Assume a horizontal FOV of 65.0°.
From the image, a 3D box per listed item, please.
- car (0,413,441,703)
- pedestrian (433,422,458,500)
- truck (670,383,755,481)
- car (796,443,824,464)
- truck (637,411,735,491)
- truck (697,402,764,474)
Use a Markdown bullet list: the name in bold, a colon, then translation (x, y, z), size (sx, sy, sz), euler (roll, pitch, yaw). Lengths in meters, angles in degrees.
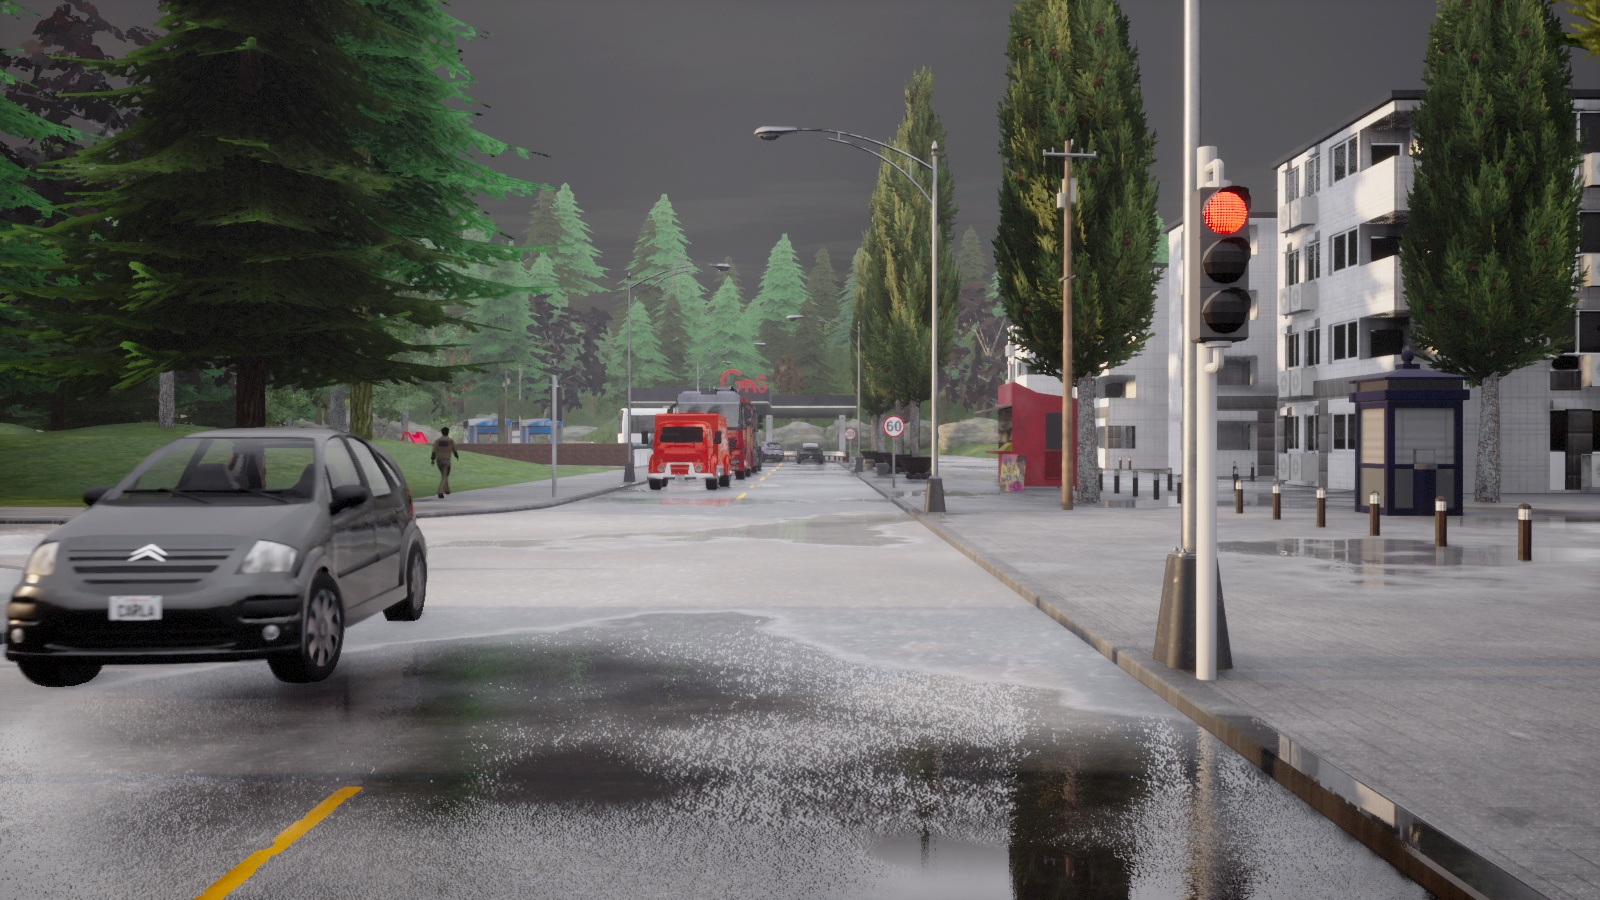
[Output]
- **car**: translation (-3.935, 0.590, 9.048), size (1.851, 1.617, 3.988), euler (0, 0, -5)
- **pedestrian**: translation (-8.948, 0.270, 31.683), size (0.396, 1.930, 0.692), euler (0, 0, 4)
- **truck**: translation (-3.575, -0.721, 53.228), size (2.891, 3.827, 8.468), euler (0, 0, 1)
- **car**: translation (0.693, 0.238, 91.141), size (1.837, 1.490, 4.892), euler (0, 0, -2)
- **truck**: translation (-3.652, 0.024, 41.332), size (2.627, 2.467, 5.204), euler (0, 0, 1)
- **truck**: translation (-3.469, -0.603, 64.590), size (2.891, 3.462, 7.936), euler (0, 0, 1)
